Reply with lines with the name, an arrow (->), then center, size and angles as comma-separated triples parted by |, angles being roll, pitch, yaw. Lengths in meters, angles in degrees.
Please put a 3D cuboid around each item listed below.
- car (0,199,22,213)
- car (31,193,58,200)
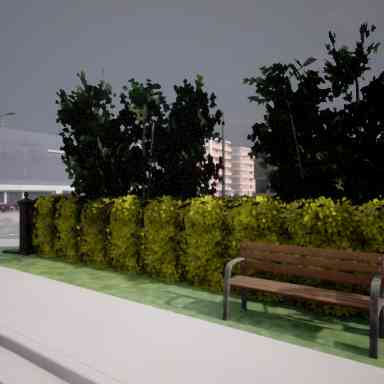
car -> -19.062, 1.502, 37.544 | 2.033, 1.411, 5.357 | 0, 0, 35
car -> -15.236, 1.167, 36.874 | 2.150, 2.045, 5.566 | 0, 0, 36
